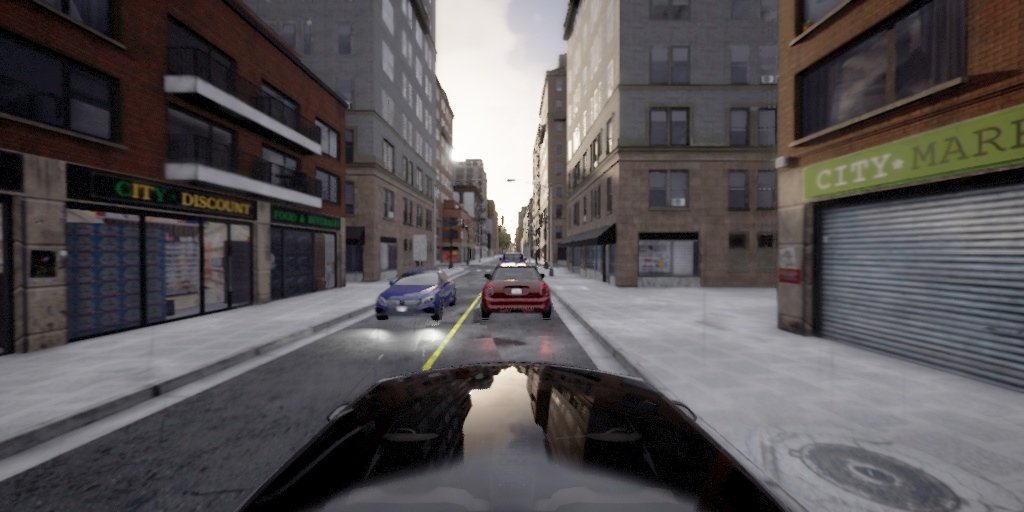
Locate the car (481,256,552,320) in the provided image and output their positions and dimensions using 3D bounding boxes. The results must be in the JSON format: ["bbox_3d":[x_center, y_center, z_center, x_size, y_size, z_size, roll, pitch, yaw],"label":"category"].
[{"bbox_3d":[0.100,1.006,12.362,2.097,1.767,4.553,0,0,-1],"label":"car"}]

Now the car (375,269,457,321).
[{"bbox_3d":[-3.010,1.182,12.147,1.812,1.442,4.674,0,0,0],"label":"car"}]

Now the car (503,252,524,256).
[{"bbox_3d":[0.092,0.711,30.326,2.150,2.045,5.566,0,0,0],"label":"car"}]
